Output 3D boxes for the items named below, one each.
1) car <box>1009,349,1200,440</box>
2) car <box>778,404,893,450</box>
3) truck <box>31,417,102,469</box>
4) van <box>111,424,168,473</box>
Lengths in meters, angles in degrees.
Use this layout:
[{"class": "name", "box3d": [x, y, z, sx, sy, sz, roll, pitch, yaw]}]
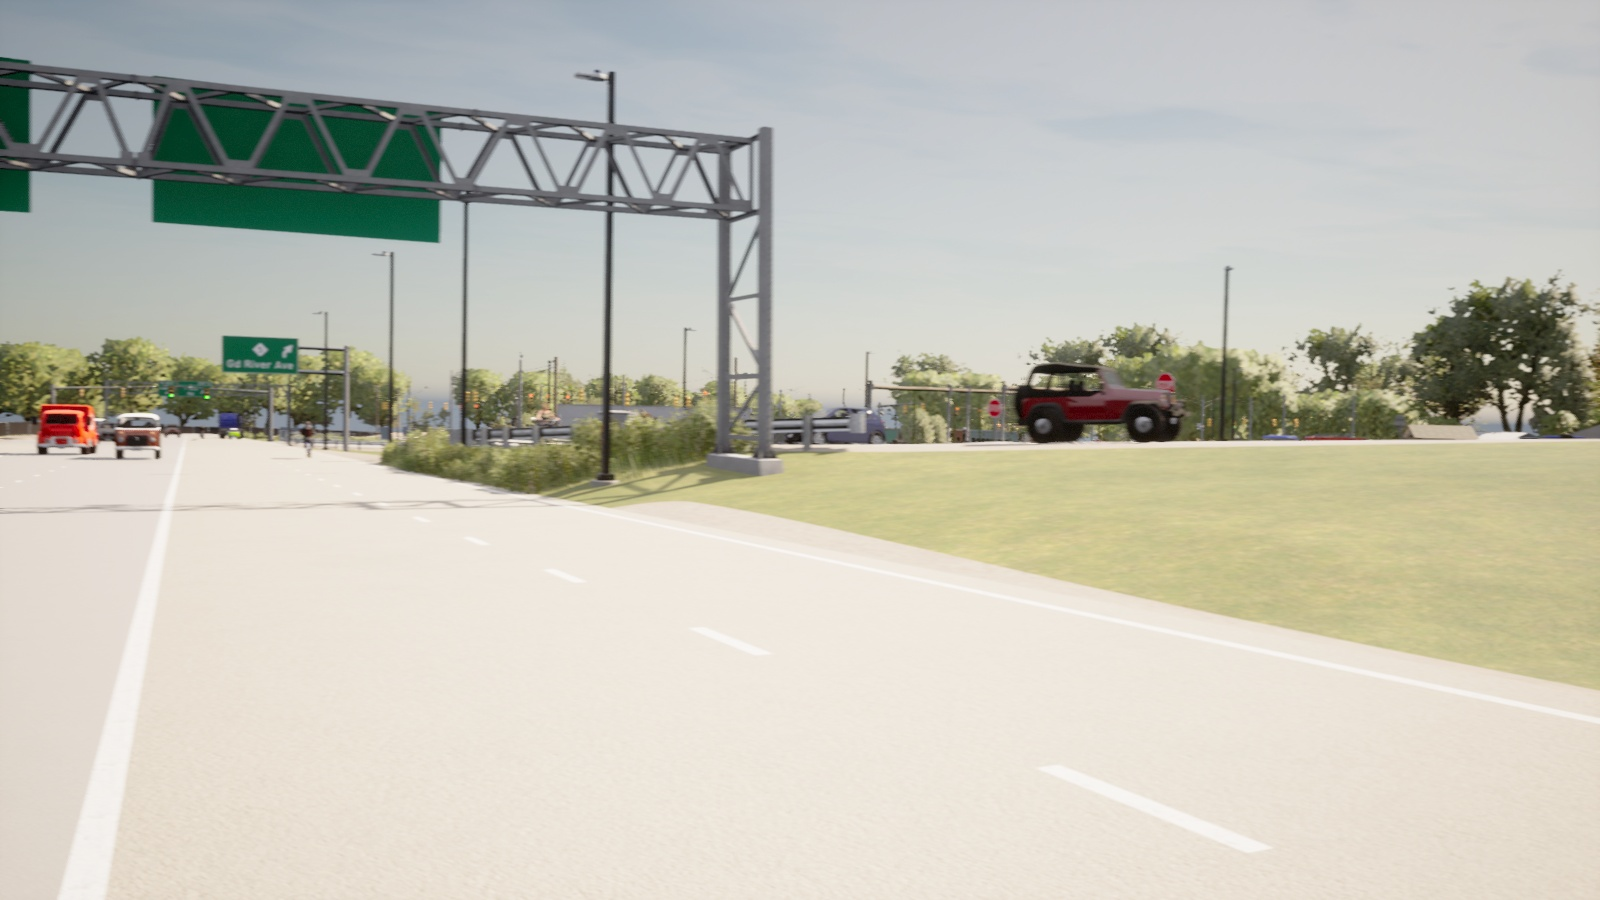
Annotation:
[{"class": "car", "box3d": [7.055, -1.231, 29.117, 3.866, 1.878, 1.905, -1, 1, 31]}, {"class": "car", "box3d": [1.256, -0.779, 44.374, 3.633, 1.501, 1.845, 0, -2, -33]}, {"class": "truck", "box3d": [-36.402, -0.351, 62.481, 2.627, 2.467, 5.204, -1, 1, -26]}, {"class": "van", "box3d": [-29.155, -0.092, 55.569, 2.069, 2.038, 4.480, -1, 1, -26]}]
